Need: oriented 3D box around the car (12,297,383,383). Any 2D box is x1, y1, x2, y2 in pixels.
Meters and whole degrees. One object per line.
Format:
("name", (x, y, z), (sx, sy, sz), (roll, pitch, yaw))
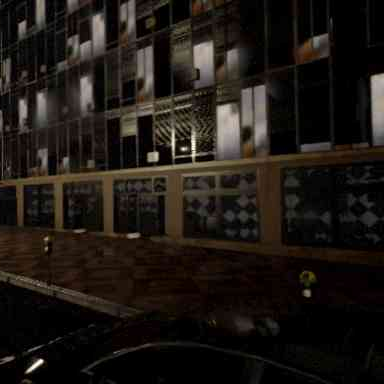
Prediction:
("car", (0.359, 1.569, 2.596), (4.313, 1.339, 1.947), (0, -1, 36))
